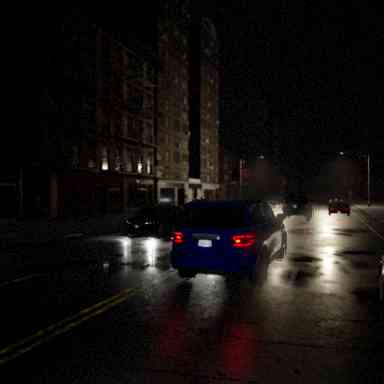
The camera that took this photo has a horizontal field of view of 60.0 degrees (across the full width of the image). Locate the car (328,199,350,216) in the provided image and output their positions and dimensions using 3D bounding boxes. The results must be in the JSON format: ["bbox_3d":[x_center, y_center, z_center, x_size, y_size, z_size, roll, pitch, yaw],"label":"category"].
[{"bbox_3d":[14.179,1.585,32.162,1.895,1.301,4.718,0,0,23],"label":"car"}]

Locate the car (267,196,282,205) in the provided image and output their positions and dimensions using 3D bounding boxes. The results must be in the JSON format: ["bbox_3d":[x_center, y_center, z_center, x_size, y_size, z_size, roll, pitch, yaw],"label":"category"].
[{"bbox_3d":[14.718,1.494,59.346,1.837,1.490,4.892,0,-1,23],"label":"car"}]

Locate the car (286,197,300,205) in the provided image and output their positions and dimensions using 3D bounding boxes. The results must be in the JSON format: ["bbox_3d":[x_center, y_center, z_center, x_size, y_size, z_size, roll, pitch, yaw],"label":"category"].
[{"bbox_3d":[17.592,1.583,57.795,1.895,1.301,4.718,0,0,23],"label":"car"}]

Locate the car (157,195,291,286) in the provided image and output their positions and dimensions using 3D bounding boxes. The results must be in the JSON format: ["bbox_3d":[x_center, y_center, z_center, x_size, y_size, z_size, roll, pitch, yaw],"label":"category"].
[{"bbox_3d":[1.356,1.222,9.765,2.150,2.045,5.566,0,0,23],"label":"car"}]

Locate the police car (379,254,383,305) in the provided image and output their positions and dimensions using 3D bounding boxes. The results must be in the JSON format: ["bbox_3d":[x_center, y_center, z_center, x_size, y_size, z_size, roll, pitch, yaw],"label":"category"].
[{"bbox_3d":[4.064,1.421,4.928,1.930,1.638,5.238,0,0,22],"label":"police car"}]

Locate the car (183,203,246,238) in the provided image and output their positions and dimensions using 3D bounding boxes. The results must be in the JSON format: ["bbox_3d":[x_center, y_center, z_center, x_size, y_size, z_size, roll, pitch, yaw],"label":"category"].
[{"bbox_3d":[1.457,1.495,18.869,2.128,1.511,4.902,0,0,22],"label":"car"}]

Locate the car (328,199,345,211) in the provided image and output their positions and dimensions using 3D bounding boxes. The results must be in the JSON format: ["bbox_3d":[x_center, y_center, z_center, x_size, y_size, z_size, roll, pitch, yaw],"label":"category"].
[{"bbox_3d":[17.965,1.580,41.399,1.895,1.301,4.718,0,0,23],"label":"car"}]

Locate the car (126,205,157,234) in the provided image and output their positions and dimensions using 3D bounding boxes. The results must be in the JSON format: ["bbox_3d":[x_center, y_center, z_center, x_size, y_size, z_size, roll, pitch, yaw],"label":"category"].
[{"bbox_3d":[-1.915,1.513,19.219,1.837,1.490,4.892,0,0,22],"label":"car"}]

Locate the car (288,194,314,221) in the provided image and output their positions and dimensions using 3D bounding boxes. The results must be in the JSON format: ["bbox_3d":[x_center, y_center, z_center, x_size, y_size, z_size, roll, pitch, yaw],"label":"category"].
[{"bbox_3d":[8.876,1.213,27.776,2.150,2.045,5.566,0,0,22],"label":"car"}]
